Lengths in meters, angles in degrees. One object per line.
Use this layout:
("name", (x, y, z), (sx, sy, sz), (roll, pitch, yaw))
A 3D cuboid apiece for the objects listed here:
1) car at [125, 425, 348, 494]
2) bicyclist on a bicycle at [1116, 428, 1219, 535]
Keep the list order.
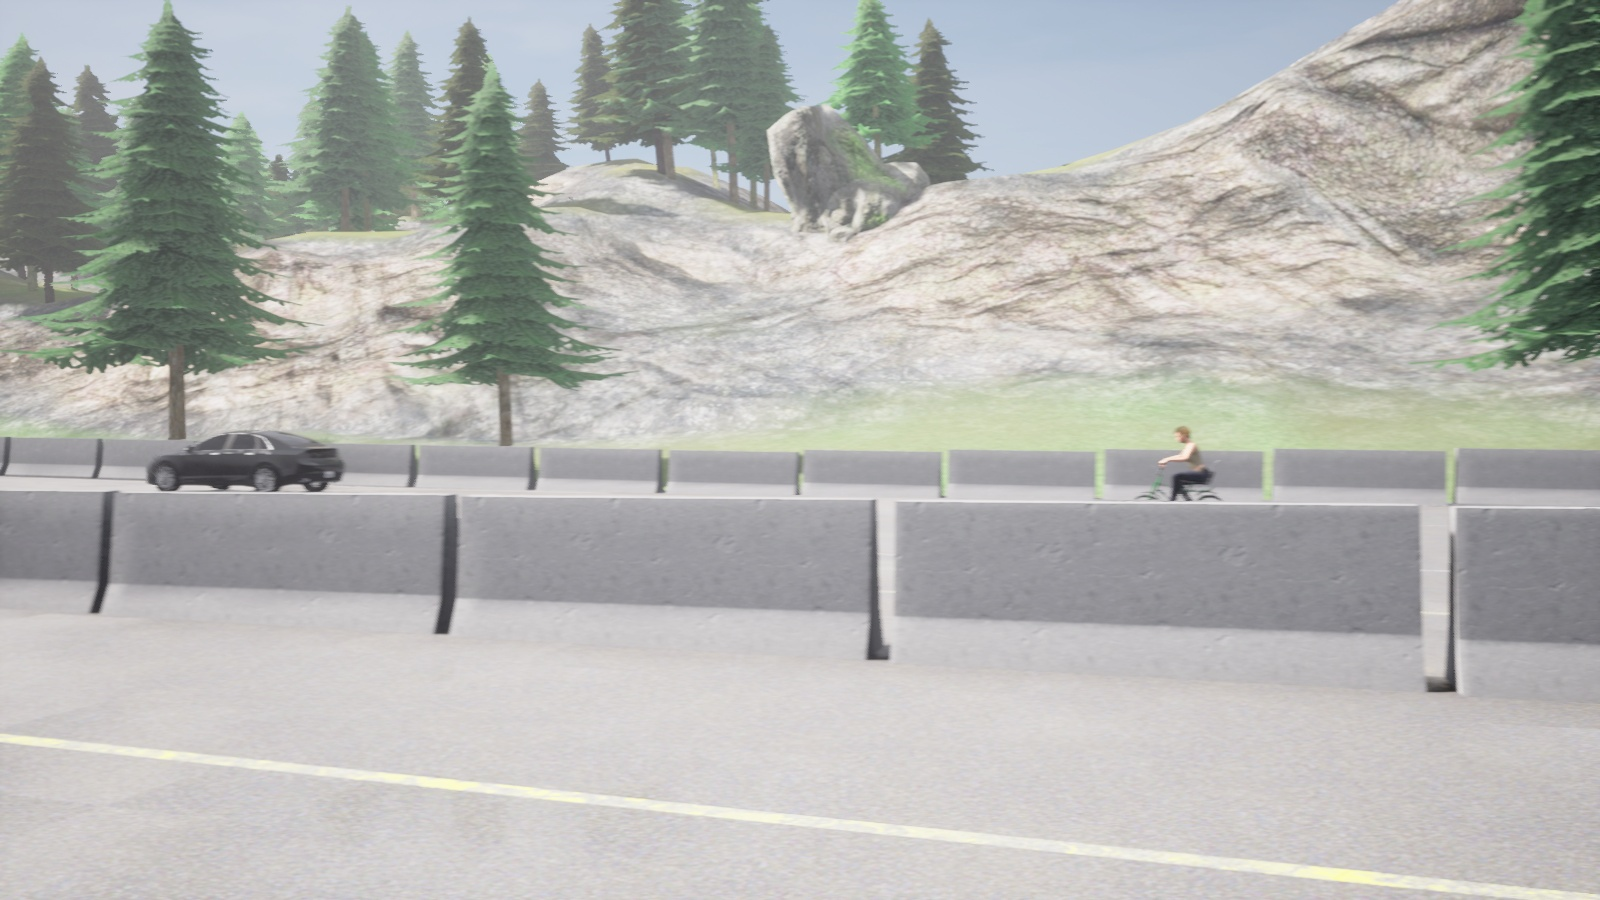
("car", (-13.393, 0.184, 29.852), (4.892, 1.490, 1.837), (1, 1, 19))
("bicyclist on a bicycle", (5.775, 0.469, 19.715), (1.509, 1.612, 0.866), (0, 1, 18))
